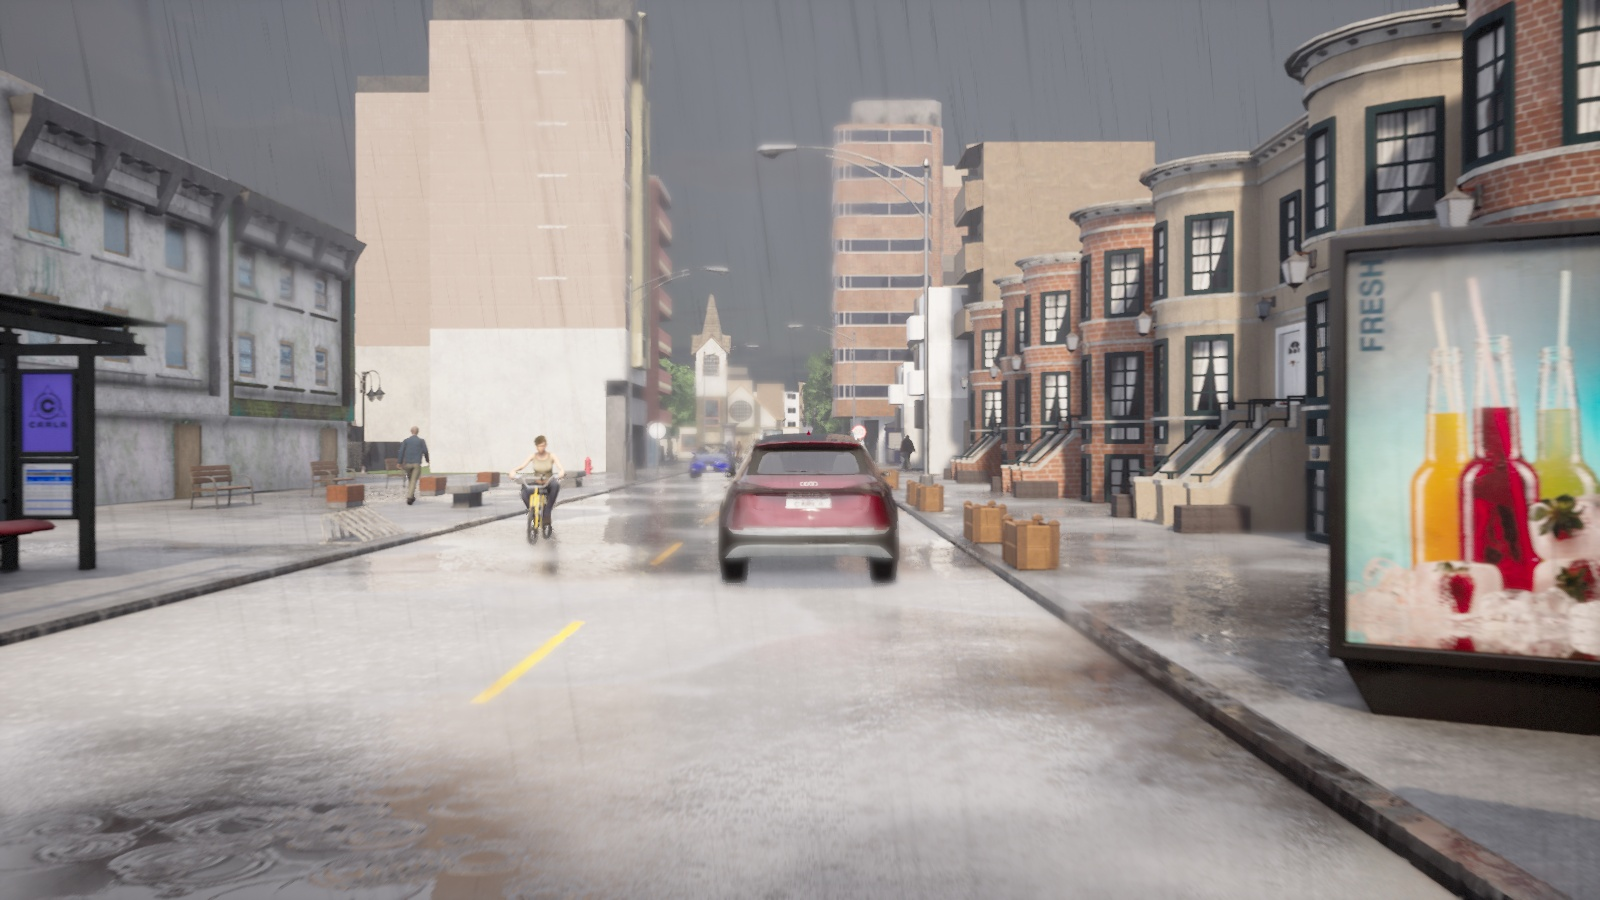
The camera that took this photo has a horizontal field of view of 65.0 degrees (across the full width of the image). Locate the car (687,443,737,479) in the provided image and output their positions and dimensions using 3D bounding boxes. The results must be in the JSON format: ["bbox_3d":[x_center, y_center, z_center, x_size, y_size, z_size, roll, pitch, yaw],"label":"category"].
[{"bbox_3d":[-3.706,0.456,53.462,1.816,1.474,4.193,0,0,0],"label":"car"}]

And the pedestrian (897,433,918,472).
[{"bbox_3d":[5.156,0.112,60.339,0.634,1.844,0.899,0,0,-27],"label":"pedestrian"}]

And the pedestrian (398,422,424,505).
[{"bbox_3d":[-8.728,0.290,28.211,0.402,1.842,0.726,0,0,-4],"label":"pedestrian"}]

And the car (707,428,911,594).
[{"bbox_3d":[0.101,0.593,14.903,2.033,1.649,4.856,0,0,0],"label":"car"}]

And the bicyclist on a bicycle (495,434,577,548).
[{"bbox_3d":[-3.873,0.575,18.544,0.866,1.612,1.509,0,0,1],"label":"bicyclist on a bicycle"}]
